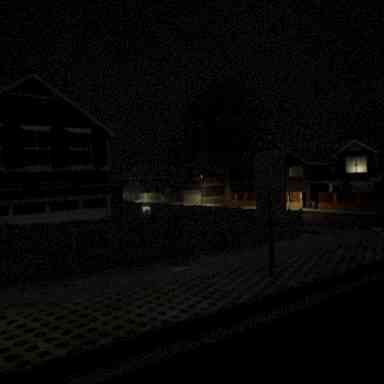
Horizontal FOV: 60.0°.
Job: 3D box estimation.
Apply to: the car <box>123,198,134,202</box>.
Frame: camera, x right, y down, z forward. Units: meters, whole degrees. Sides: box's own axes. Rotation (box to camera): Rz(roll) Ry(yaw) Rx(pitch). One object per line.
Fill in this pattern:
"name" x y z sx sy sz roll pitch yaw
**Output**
"car" -10.336 1.498 50.177 1.895 1.301 4.718 -4 2 -31
